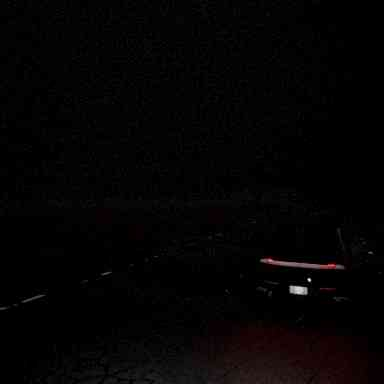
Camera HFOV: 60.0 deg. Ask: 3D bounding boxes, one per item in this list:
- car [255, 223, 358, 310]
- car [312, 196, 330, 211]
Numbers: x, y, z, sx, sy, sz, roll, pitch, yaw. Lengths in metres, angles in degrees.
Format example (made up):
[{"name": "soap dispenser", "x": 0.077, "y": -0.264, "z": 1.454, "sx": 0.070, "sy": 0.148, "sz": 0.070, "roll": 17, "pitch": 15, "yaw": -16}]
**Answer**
[{"name": "car", "x": 2.844, "y": 1.509, "z": 8.019, "sx": 2.128, "sy": 1.511, "sz": 4.902, "roll": 0, "pitch": 0, "yaw": 24}, {"name": "car", "x": 18.725, "y": 1.650, "z": 48.152, "sx": 2.150, "sy": 2.045, "sz": 5.566, "roll": 0, "pitch": -1, "yaw": 19}]
